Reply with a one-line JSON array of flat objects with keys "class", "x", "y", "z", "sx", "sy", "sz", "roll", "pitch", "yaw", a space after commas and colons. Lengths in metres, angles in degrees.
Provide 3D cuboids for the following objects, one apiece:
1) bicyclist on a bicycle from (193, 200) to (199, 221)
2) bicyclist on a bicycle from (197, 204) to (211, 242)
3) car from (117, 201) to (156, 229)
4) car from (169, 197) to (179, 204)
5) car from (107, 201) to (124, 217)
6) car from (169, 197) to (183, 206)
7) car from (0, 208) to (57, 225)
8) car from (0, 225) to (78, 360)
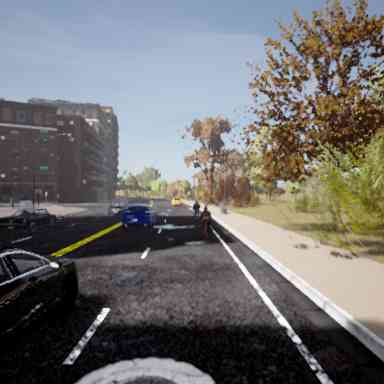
[{"class": "bicyclist on a bicycle", "x": 0.356, "y": 1.513, "z": 25.944, "sx": 0.659, "sy": 1.776, "sz": 1.843, "roll": 0, "pitch": 0, "yaw": -2}, {"class": "bicyclist on a bicycle", "x": 0.669, "y": 1.542, "z": 16.026, "sx": 0.582, "sy": 1.620, "sz": 1.656, "roll": 0, "pitch": -1, "yaw": -1}, {"class": "car", "x": -3.585, "y": 1.606, "z": 23.019, "sx": 1.882, "sy": 1.535, "sz": 5.008, "roll": 0, "pitch": 0, "yaw": -2}, {"class": "car", "x": -4.056, "y": 1.909, "z": 74.094, "sx": 2.128, "sy": 1.511, "sz": 4.902, "roll": 0, "pitch": 0, "yaw": -6}, {"class": "car", "x": -7.508, "y": 1.683, "z": 34.513, "sx": 2.128, "sy": 1.511, "sz": 4.902, "roll": 0, "pitch": 0, "yaw": -3}, {"class": "car", "x": -2.827, "y": 1.807, "z": 62.568, "sx": 1.882, "sy": 1.535, "sz": 5.008, "roll": 0, "pitch": -1, "yaw": -5}, {"class": "car", "x": -10.206, "y": 1.720, "z": 20.853, "sx": 1.895, "sy": 1.301, "sz": 4.718, "roll": 0, "pitch": 0, "yaw": -2}, {"class": "car", "x": -3.193, "y": 1.519, "z": 4.785, "sx": 2.128, "sy": 1.511, "sz": 4.902, "roll": 0, "pitch": 0, "yaw": 0}]
